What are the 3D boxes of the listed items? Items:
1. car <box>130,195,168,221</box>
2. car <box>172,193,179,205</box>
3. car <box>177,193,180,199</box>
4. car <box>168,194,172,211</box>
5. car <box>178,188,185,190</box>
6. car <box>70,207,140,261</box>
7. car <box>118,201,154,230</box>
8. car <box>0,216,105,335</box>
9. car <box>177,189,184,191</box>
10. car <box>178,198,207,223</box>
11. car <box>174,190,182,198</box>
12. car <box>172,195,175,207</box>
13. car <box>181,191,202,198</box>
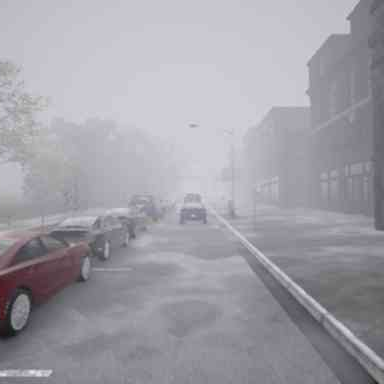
[{"bbox_3d":[-3.650,1.224,26.904,2.435,2.045,5.566,0,0,2],"label":"car"},{"bbox_3d":[-3.643,1.427,51.409,1.946,1.575,5.366,0,1,2],"label":"car"},{"bbox_3d":[-3.650,1.441,57.546,2.002,1.452,4.674,0,0,2],"label":"car"},{"bbox_3d":[-3.652,1.346,34.557,2.185,1.767,4.553,0,1,2],"label":"car"},{"bbox_3d":[-3.631,0.489,87.554,2.231,1.521,4.892,1,3,2],"label":"car"},{"bbox_3d":[-3.651,1.519,12.409,2.231,1.521,4.892,0,-1,2],"label":"car"},{"bbox_3d":[-3.651,1.500,17.951,2.097,1.535,5.008,0,0,2],"label":"car"},{"bbox_3d":[-3.651,1.517,6.853,2.097,1.535,5.008,0,0,2],"label":"car"},{"bbox_3d":[-3.628,0.748,81.821,1.946,1.575,5.366,1,3,2],"label":"car"},{"bbox_3d":[0.104,1.474,25.338,1.882,1.535,5.008,0,0,0],"label":"car"},{"bbox_3d":[-3.626,1.032,70.802,2.185,1.767,4.553,2,2,2],"label":"car"},{"bbox_3d":[-3.661,1.518,40.162,2.163,1.488,4.792,-1,1,2],"label":"car"},{"bbox_3d":[0.101,1.192,42.914,2.150,2.045,5.566,0,0,0],"label":"car"}]
